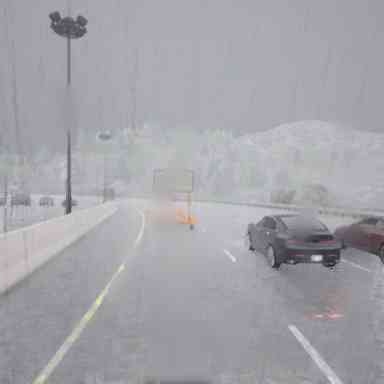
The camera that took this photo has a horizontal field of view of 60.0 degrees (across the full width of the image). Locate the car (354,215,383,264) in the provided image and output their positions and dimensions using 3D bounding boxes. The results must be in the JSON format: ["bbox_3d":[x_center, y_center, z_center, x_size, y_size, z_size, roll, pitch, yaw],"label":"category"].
[{"bbox_3d":[6.604,1.492,11.238,1.812,1.442,4.674,0,0,-4],"label":"car"}]

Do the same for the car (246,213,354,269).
[{"bbox_3d":[3.116,1.477,11.118,1.837,1.490,4.892,0,0,-4],"label":"car"}]

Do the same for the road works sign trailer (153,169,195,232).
[{"bbox_3d":[-1.106,0.425,19.823,2.380,3.560,2.880,0,0,-8],"label":"road works sign trailer"}]

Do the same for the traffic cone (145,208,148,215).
[{"bbox_3d":[-4.422,1.896,32.486,0.340,0.580,0.340,0,0,-8],"label":"traffic cone"}]
